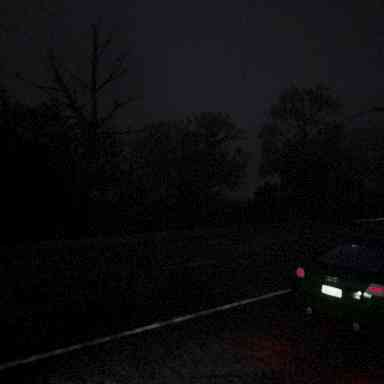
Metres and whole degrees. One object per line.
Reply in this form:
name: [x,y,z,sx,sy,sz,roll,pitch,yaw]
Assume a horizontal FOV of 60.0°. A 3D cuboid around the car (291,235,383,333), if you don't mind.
car: [3.878,1.561,6.517,4.181,1.385,1.994,0,0,-36]
